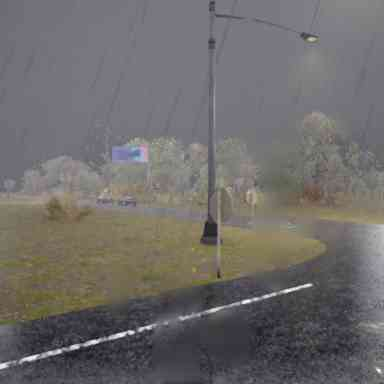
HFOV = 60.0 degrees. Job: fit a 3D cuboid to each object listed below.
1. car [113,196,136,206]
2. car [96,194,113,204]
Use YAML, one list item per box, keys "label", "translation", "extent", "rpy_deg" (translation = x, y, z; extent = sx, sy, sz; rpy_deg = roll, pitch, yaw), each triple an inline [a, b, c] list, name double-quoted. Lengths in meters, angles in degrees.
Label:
- label: "car"
  translation: [-10.382, 1.407, 52.509]
  extent: [1.837, 1.490, 4.892]
  rpy_deg: [0, 0, -33]
- label: "car"
  translation: [-16.050, 1.235, 61.000]
  extent: [2.097, 1.767, 4.553]
  rpy_deg: [0, 0, -34]
